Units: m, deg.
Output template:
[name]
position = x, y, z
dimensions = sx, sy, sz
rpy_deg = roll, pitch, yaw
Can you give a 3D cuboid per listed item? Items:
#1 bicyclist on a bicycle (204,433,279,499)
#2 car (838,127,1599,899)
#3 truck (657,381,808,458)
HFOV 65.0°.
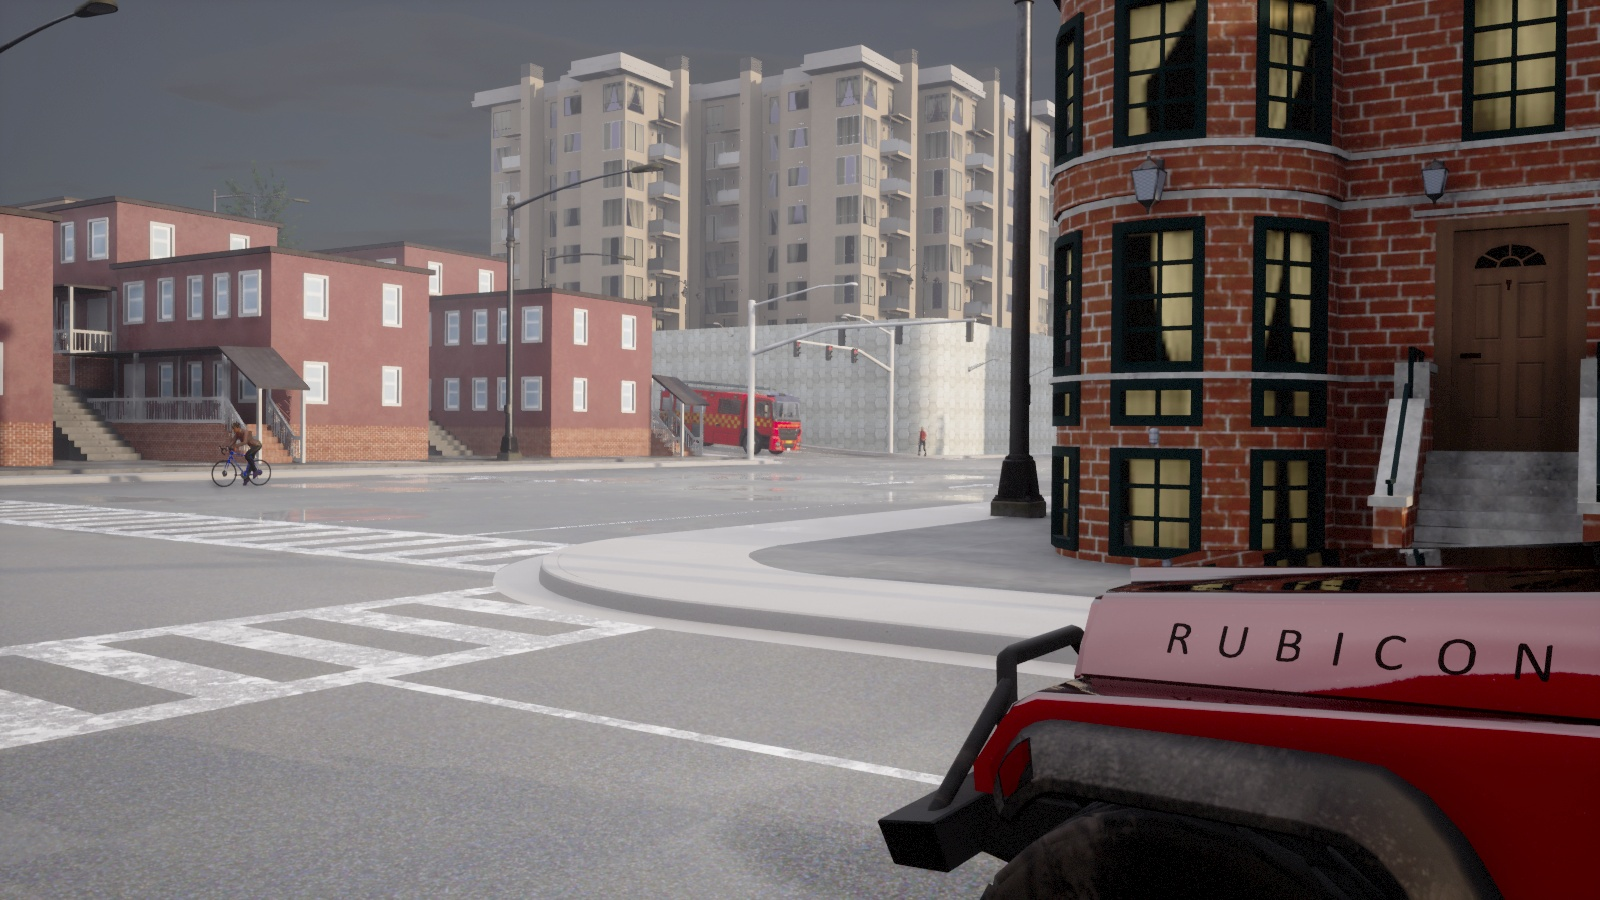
[bicyclist on a bicycle]
position = -14.082, 0.379, 31.706
dimensions = 0.582, 1.620, 1.656
rpy_deg = 0, 1, 33
[car]
position = 2.219, 0.478, 2.153
dimensions = 3.866, 1.878, 1.905
rpy_deg = 0, 1, 33
[truck]
position = -4.007, -1.806, 72.816
dimensions = 8.468, 3.827, 2.891
rpy_deg = 6, 4, 33
